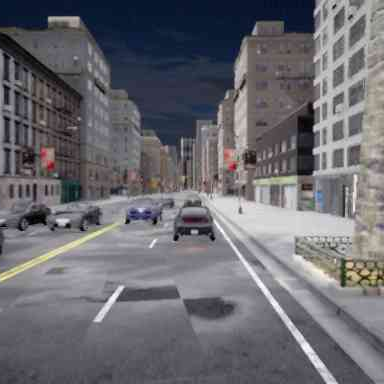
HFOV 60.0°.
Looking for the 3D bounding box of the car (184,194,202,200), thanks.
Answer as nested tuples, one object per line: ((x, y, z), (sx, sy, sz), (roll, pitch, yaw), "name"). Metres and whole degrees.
((0.111, 1.059, 39.612), (2.097, 1.767, 4.553), (0, 0, 0), "car")

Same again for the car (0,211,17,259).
((-6.591, 1.442, 8.187), (1.837, 1.490, 4.892), (0, 1, 0), "car")

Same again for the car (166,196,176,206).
((-3.154, 1.182, 42.147), (2.128, 1.511, 4.902), (0, 1, 0), "car")

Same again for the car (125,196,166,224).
((-3.215, 1.178, 23.139), (2.097, 1.767, 4.553), (0, 0, 0), "car")

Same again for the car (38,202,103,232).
((-6.515, 1.349, 19.152), (2.128, 1.511, 4.902), (0, 0, 0), "car")

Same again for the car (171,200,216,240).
((0.105, 1.384, 16.285), (1.837, 1.490, 4.892), (0, 1, 0), "car")

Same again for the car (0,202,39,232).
((-9.765, 1.348, 19.197), (2.128, 1.511, 4.902), (0, 0, 0), "car")
